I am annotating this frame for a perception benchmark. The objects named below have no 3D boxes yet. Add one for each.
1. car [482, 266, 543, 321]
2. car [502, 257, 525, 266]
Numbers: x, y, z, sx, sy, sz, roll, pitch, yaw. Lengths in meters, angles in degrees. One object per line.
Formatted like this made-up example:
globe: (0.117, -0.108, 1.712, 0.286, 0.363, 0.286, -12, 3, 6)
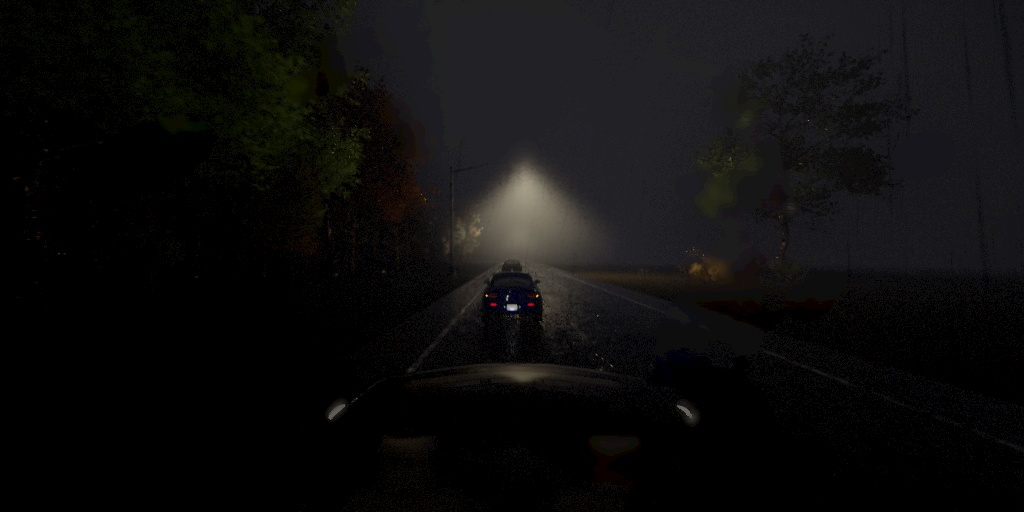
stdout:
car: (0.006, 1.242, 12.191, 1.812, 1.442, 4.674, 0, 0, 0)
car: (0.009, 1.122, 35.374, 1.882, 1.535, 5.008, 0, 0, 0)
